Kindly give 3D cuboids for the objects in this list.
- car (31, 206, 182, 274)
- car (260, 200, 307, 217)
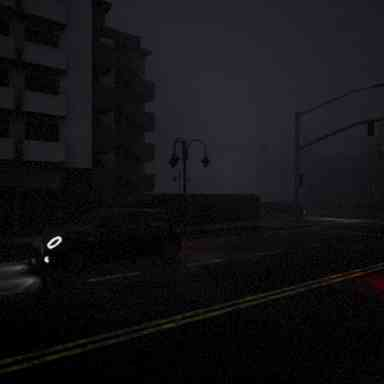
[{"bbox_3d":[-2.627,1.351,10.685,4.553,1.767,2.097,0,0,-35],"label":"car"},{"bbox_3d":[8.435,1.491,31.304,2.128,1.511,4.902,0,0,-37],"label":"car"}]
